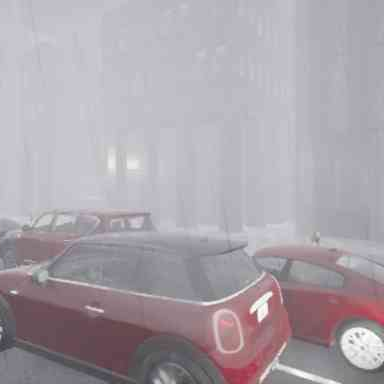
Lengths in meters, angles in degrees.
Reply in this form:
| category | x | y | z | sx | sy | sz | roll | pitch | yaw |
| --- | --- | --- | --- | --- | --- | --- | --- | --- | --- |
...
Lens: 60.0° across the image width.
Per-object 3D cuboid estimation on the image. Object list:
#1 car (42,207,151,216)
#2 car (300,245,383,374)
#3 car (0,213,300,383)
| category | x | y | z | sx | sy | sz | roll | pitch | yaw |
| --- | --- | --- | --- | --- | --- | --- | --- | --- | --- |
| car | -3.033 | 1.323 | 8.826 | 5.009 | 1.841 | 2.192 | 0 | 0 | 36 |
| car | 1.549 | 1.557 | 5.543 | 4.507 | 1.381 | 1.887 | 0 | 0 | 36 |
| car | -1.045 | 1.358 | 4.800 | 4.553 | 1.767 | 2.097 | 0 | 0 | 30 |
